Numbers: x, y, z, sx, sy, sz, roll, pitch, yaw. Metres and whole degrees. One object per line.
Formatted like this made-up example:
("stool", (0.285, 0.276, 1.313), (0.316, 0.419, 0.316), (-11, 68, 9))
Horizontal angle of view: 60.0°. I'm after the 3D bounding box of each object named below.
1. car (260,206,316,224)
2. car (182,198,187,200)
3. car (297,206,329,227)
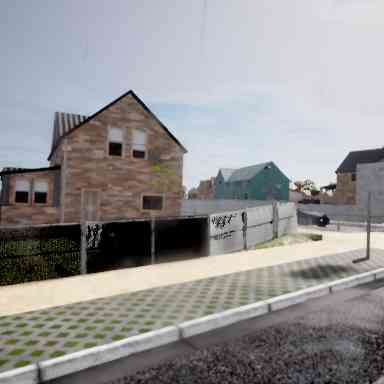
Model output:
("car", (8.138, 1.937, 28.703), (1.895, 1.301, 4.718), (3, -2, -28))
("car", (-2.125, 1.980, 53.456), (2.150, 2.045, 5.566), (2, -1, -17))
("car", (7.571, 1.709, 23.601), (1.994, 1.385, 4.181), (3, -2, -28))
